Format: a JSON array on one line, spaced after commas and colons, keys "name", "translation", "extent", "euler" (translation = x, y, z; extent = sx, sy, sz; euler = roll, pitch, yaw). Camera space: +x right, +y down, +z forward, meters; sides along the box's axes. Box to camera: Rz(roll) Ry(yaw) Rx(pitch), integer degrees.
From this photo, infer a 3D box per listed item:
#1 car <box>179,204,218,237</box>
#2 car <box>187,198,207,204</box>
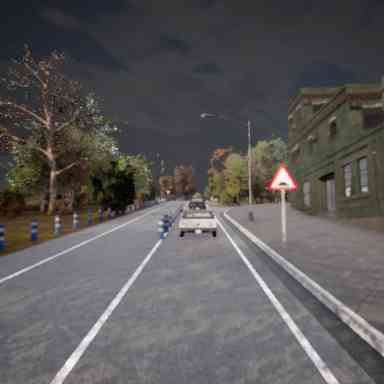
[{"name": "car", "translation": [0.332, 1.571, 18.050], "extent": [1.895, 1.301, 4.718], "euler": [0, 1, 1]}, {"name": "car", "translation": [0.570, 1.418, 36.704], "extent": [1.837, 1.490, 4.892], "euler": [-1, 1, 1]}]
